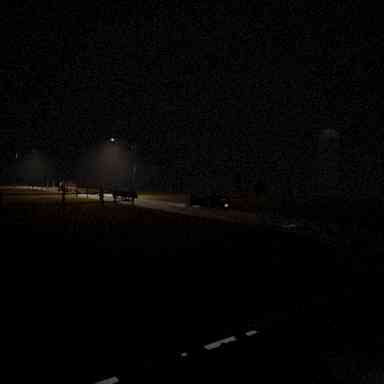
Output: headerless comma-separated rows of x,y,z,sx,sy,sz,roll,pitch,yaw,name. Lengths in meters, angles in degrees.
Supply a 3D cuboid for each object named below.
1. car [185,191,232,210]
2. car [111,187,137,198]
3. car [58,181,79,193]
1.281,0.689,28.046,1.837,1.490,4.892,6,-1,-35,car
-8.336,0.025,40.604,1.994,1.385,4.181,2,1,-36,car
-18.580,-0.832,50.060,2.097,1.767,4.553,2,1,-36,car
